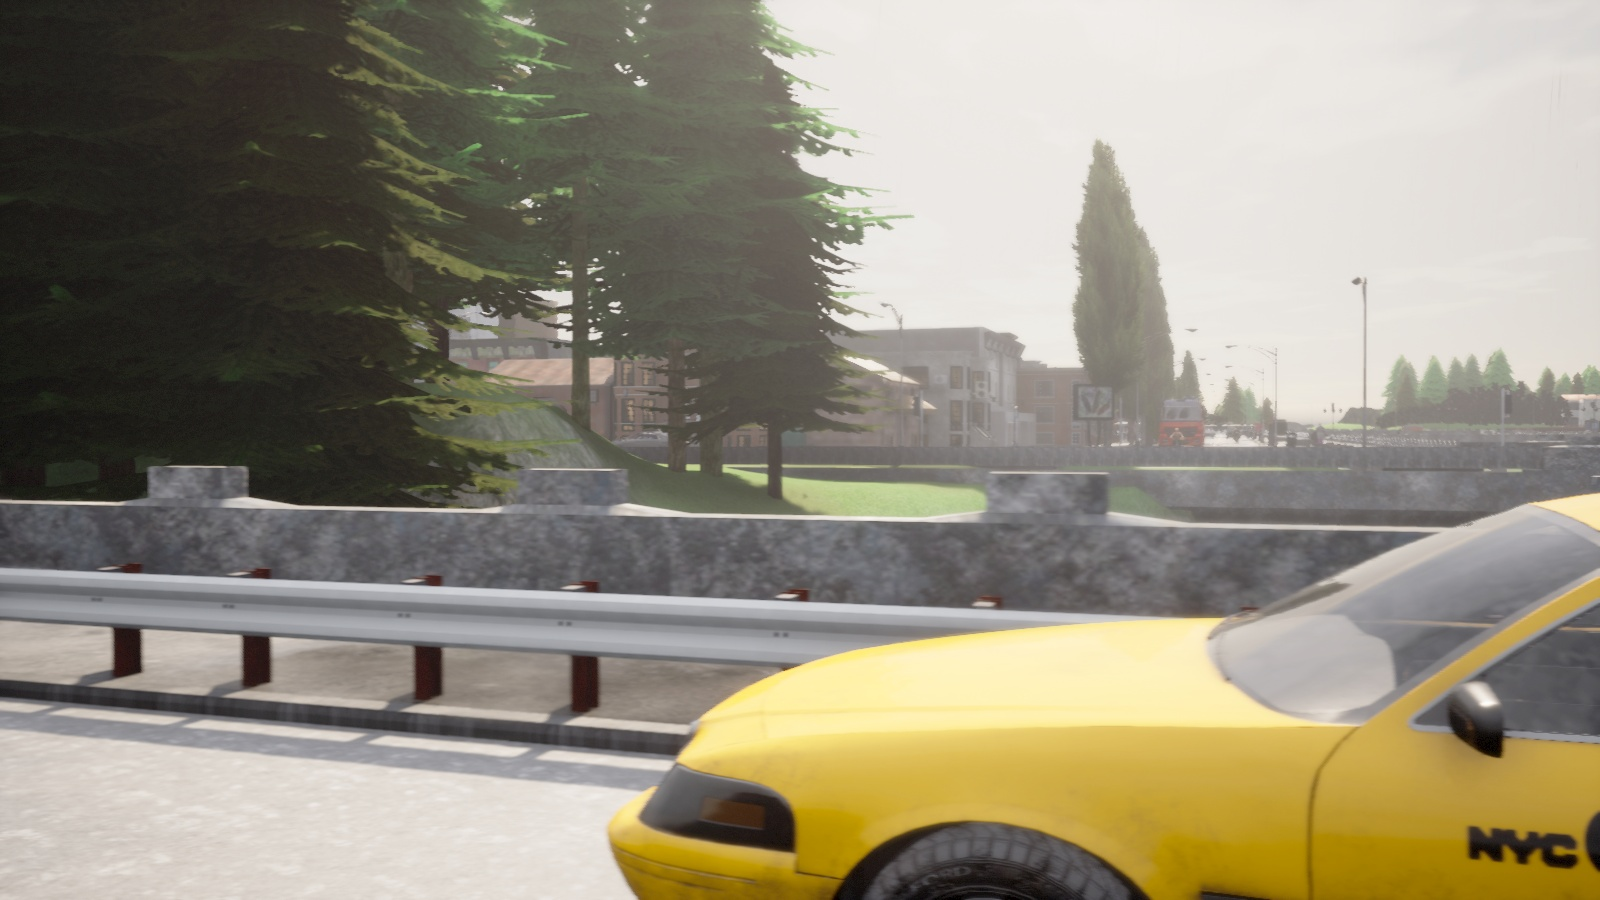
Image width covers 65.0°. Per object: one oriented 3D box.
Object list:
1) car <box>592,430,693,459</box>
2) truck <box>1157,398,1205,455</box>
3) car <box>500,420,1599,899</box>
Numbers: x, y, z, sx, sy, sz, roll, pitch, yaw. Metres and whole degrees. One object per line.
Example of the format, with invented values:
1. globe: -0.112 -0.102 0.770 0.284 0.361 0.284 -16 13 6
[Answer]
1. car: -8.440 -0.328 67.342 4.902 1.511 2.128 1 1 19
2. truck: 27.256 -1.671 89.573 2.891 3.827 8.468 1 1 19
3. car: 2.108 0.725 3.011 5.366 1.575 1.801 1 1 19
